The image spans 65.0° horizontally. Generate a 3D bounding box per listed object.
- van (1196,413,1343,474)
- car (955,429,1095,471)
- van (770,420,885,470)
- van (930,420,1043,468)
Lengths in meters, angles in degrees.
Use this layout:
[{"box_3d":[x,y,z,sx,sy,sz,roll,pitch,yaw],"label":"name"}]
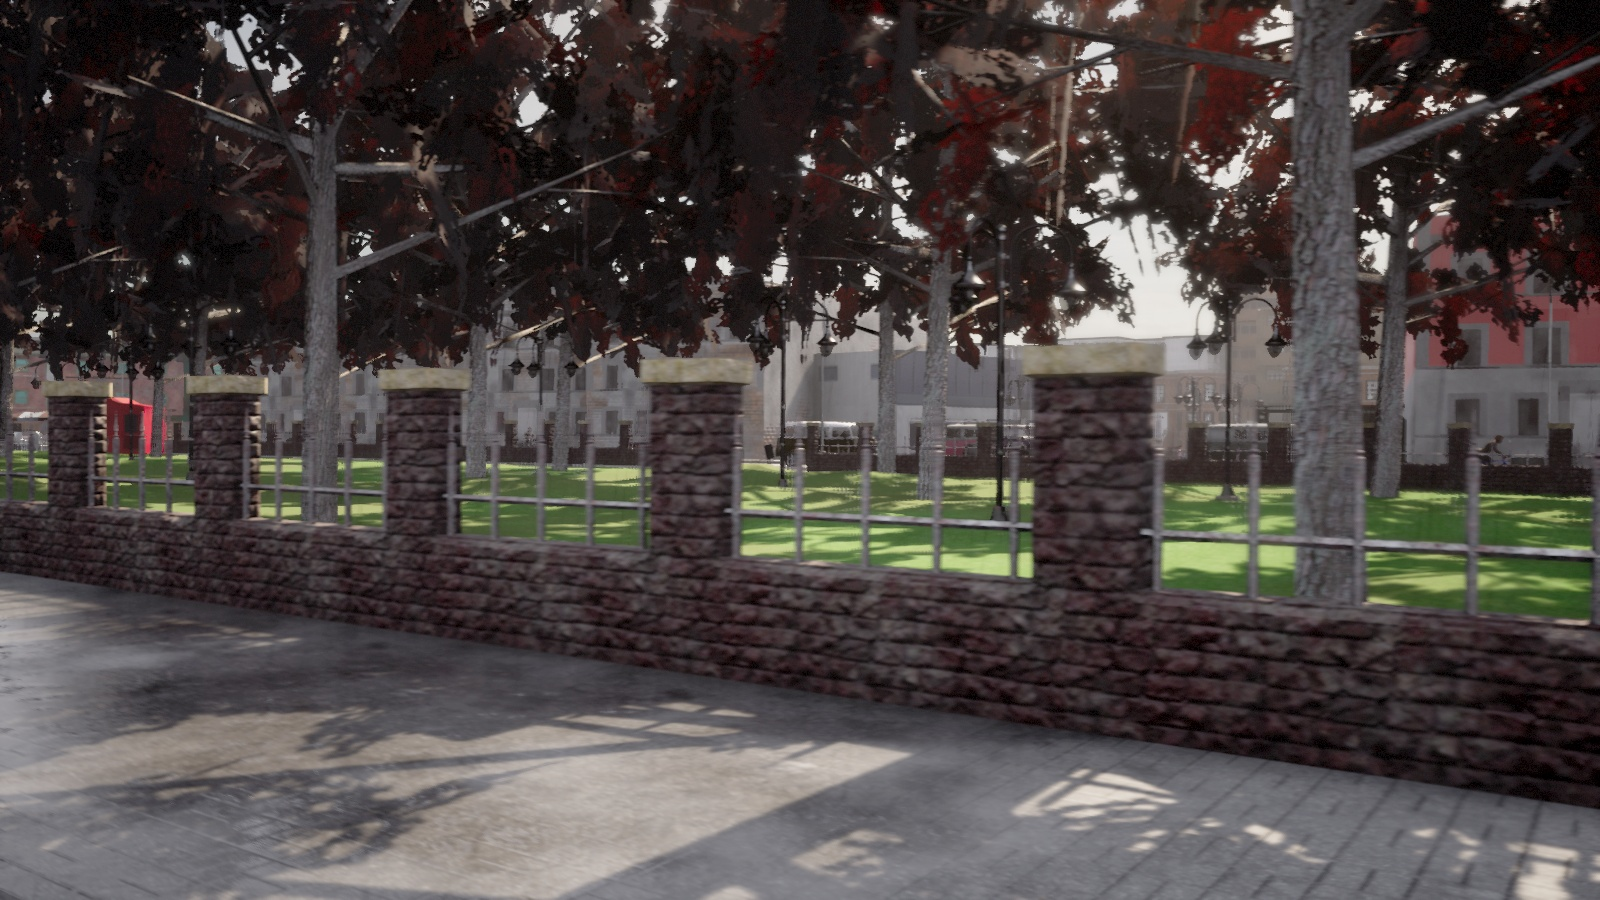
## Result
[{"box_3d":[16.157,-0.227,43.281,4.442,1.987,1.775,0,1,35],"label":"van"},{"box_3d":[8.657,-0.010,48.472,4.902,1.511,2.128,0,1,35],"label":"car"},{"box_3d":[1.143,-0.230,53.662,4.480,2.038,2.069,0,1,35],"label":"van"},{"box_3d":[7.961,-0.274,53.810,4.442,1.987,1.775,0,1,35],"label":"van"}]
